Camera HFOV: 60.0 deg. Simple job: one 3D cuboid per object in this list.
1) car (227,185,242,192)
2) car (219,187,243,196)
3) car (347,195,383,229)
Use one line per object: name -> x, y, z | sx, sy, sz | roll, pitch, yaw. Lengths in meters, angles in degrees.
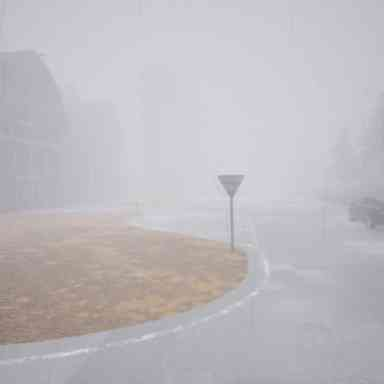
car -> 11.773, -0.994, 92.268 | 3.988, 1.617, 1.851 | -1, 1, 9
car -> 7.002, -0.023, 59.616 | 4.181, 1.381, 1.994 | -1, 1, 9
car -> 9.371, 0.930, 16.776 | 1.837, 1.490, 4.892 | -1, 1, 9
